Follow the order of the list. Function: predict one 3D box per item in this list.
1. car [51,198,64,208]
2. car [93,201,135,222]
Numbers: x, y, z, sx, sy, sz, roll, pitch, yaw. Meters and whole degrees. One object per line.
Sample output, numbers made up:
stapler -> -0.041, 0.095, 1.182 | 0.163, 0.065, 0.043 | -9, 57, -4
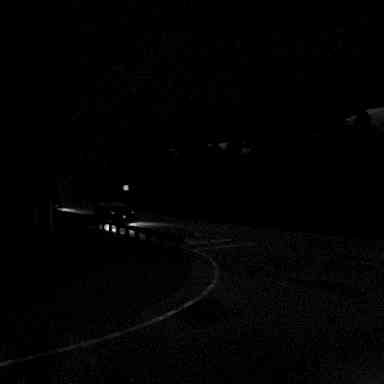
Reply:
car -> -17.800, 1.425, 42.764 | 1.895, 1.301, 4.718 | 0, 0, -32
car -> -5.677, 1.350, 23.724 | 1.812, 1.442, 4.674 | 0, 0, -33
